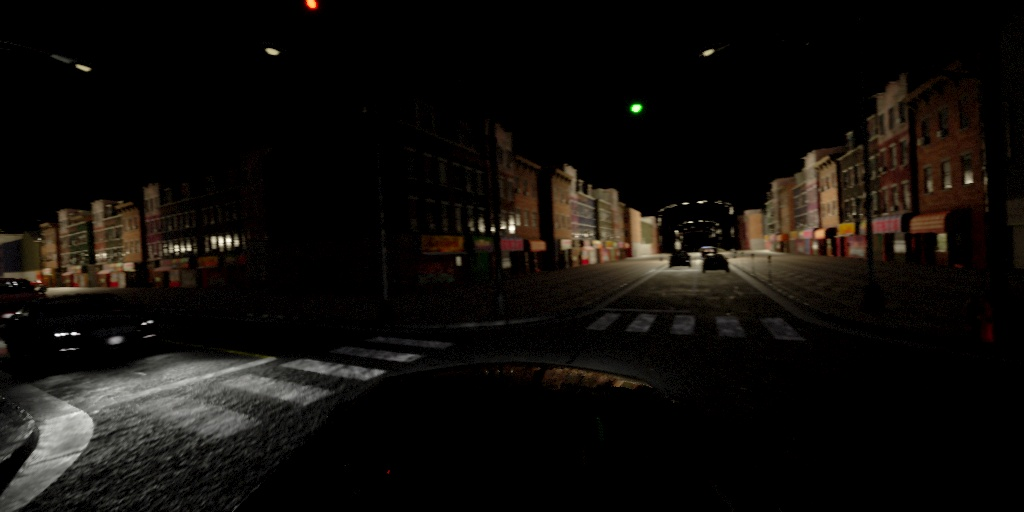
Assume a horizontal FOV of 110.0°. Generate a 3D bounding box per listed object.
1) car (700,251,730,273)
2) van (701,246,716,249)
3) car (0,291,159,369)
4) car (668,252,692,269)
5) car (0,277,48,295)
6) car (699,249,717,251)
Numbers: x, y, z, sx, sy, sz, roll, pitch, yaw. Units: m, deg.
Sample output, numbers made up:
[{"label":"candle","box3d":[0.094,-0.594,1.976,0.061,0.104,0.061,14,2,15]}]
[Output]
[{"label":"car","box3d":[15.172,0.496,26.802,1.948,1.339,4.313,0,0,28]},{"label":"van","box3d":[22.965,-0.151,41.697,1.690,1.789,3.998,0,0,28]},{"label":"car","box3d":[-11.176,1.749,9.278,4.902,1.511,2.128,-3,0,28]},{"label":"car","box3d":[16.084,0.327,34.305,1.882,1.535,5.008,-3,0,28]},{"label":"car","box3d":[-20.598,1.907,14.241,5.566,2.045,2.150,-2,1,28]},{"label":"car","box3d":[17.848,0.314,31.918,1.751,1.417,4.829,0,0,28]}]
